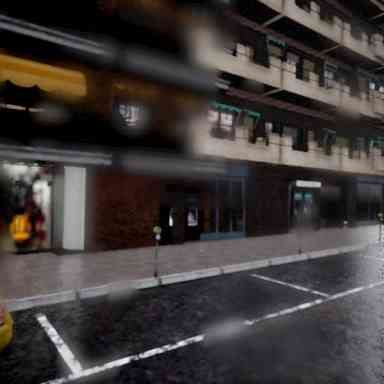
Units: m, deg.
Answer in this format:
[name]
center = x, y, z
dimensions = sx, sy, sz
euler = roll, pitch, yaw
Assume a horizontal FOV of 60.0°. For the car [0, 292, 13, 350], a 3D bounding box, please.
[car]
center = -4.591, 1.507, 3.376
dimensions = 4.829, 1.417, 1.752
euler = 1, 1, -35
